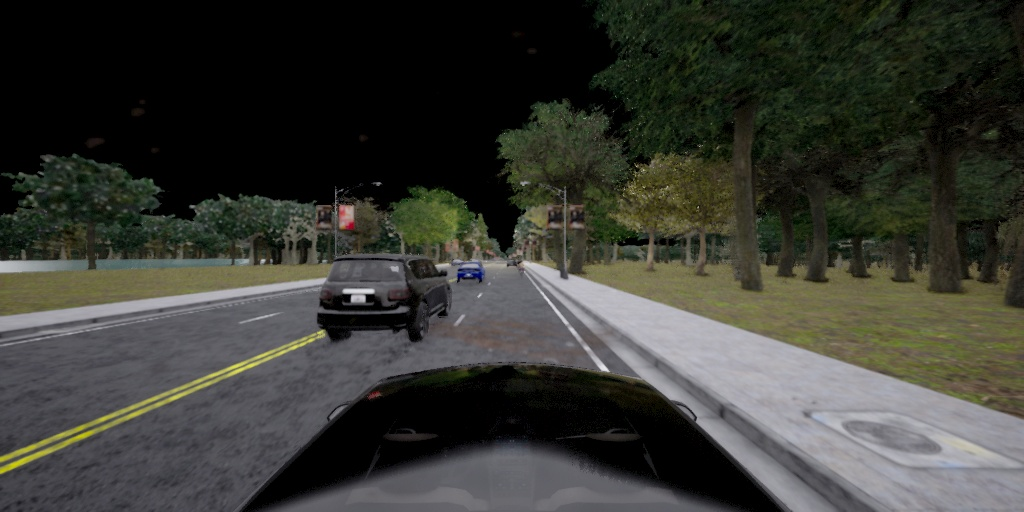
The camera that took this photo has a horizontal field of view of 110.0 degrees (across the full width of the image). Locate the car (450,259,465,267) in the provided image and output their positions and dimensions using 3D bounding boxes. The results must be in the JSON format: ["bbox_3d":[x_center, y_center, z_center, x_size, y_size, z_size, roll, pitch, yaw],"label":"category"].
[{"bbox_3d":[-9.790,1.270,64.629,1.812,1.442,4.674,0,0,1],"label":"car"}]

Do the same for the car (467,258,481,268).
[{"bbox_3d":[-6.552,1.223,62.609,1.882,1.535,5.008,0,0,1],"label":"car"}]

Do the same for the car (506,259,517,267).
[{"bbox_3d":[0.012,1.273,63.541,1.812,1.442,4.674,0,0,1],"label":"car"}]

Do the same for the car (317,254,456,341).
[{"bbox_3d":[-3.155,0.973,10.041,2.150,2.045,5.566,0,0,0],"label":"car"}]

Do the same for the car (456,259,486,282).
[{"bbox_3d":[-3.162,1.232,28.540,1.882,1.535,5.008,0,0,0],"label":"car"}]

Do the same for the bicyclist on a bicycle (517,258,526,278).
[{"bbox_3d":[0.875,1.191,32.110,0.866,1.612,1.509,0,0,0],"label":"bicyclist on a bicycle"}]

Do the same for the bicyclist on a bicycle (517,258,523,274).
[{"bbox_3d":[0.878,1.124,41.865,0.659,1.776,1.843,0,0,0],"label":"bicyclist on a bicycle"}]
